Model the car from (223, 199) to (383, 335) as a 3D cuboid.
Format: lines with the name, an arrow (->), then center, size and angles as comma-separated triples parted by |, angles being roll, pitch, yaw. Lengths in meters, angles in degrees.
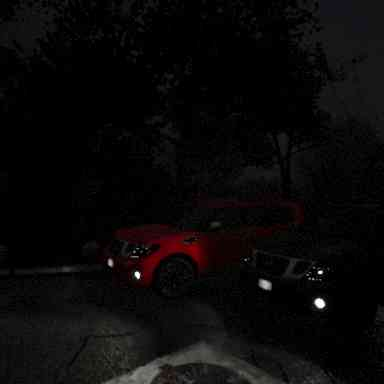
car -> 3.615, 1.240, 7.008 | 5.566, 2.045, 2.150 | 1, 0, -30

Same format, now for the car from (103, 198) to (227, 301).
car -> 0.625, 1.201, 8.565 | 5.566, 2.045, 2.150 | 1, 0, -31
